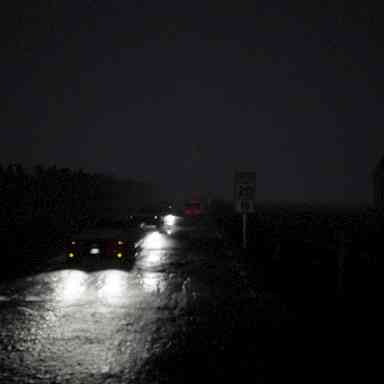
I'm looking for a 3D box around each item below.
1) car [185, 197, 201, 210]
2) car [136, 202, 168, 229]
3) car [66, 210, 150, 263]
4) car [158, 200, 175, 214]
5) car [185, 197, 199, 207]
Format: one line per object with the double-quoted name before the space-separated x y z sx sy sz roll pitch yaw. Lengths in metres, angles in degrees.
"car" 0.110 1.448 42.717 2.128 1.511 4.902 0 0 0
"car" -2.845 1.565 21.709 1.895 1.301 4.718 0 0 0
"car" -2.849 1.540 11.755 1.994 1.385 4.181 0 0 0
"car" -2.828 1.559 34.442 1.895 1.301 4.718 0 0 0
"car" 0.015 1.504 52.962 2.033 1.411 5.357 0 0 0
